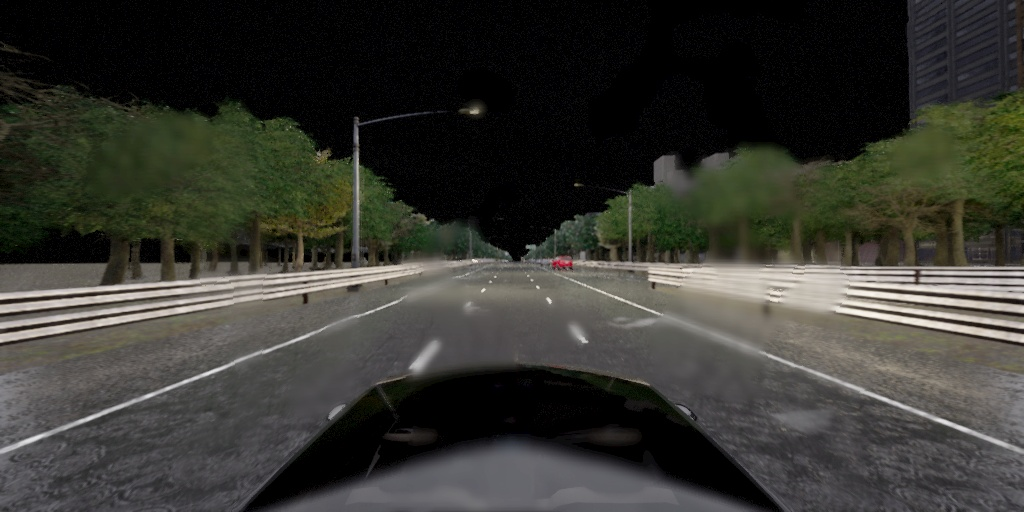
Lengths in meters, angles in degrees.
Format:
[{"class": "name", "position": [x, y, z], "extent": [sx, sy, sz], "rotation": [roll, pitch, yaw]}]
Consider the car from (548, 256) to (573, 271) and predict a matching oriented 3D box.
[{"class": "car", "position": [7.545, 1.035, 54.100], "extent": [2.150, 2.045, 5.566], "rotation": [0, 0, -7]}]

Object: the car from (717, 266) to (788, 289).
[{"class": "car", "position": [15.639, 1.341, 23.617], "extent": [1.994, 1.385, 4.181], "rotation": [0, -1, -26]}]
